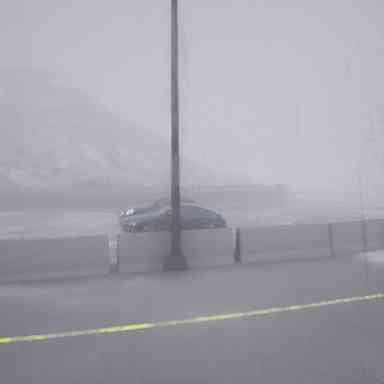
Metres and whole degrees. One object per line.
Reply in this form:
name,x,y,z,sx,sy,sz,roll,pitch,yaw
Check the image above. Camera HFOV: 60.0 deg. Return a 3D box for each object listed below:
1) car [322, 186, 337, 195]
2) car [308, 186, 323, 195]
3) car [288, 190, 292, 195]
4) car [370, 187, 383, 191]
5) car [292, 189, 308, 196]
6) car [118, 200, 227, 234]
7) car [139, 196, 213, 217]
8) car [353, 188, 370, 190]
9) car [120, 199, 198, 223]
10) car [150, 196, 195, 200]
car,31.027,-0.298,76.265,2.150,2.045,5.566,0,1,-3
car,27.531,0.024,76.128,1.812,1.442,4.674,0,1,-3
car,20.540,0.048,75.783,1.837,1.490,4.892,0,1,-3
car,44.742,-0.436,82.379,1.882,1.535,5.008,0,1,-3
car,24.036,0.024,75.956,1.837,1.490,4.892,0,1,-3
car,-0.731,1.235,14.743,4.674,1.442,1.812,0,1,-20
car,-1.237,1.063,25.810,5.357,1.411,2.033,1,0,-25
car,41.247,-0.365,82.208,1.812,1.442,4.674,0,1,-3
car,-2.155,1.170,21.627,4.718,1.301,1.895,0,1,-22
car,-1.657,0.990,18.142,4.553,1.767,2.097,0,1,-21
